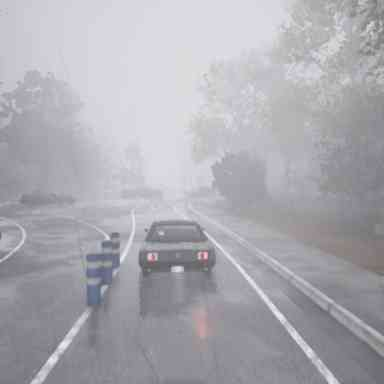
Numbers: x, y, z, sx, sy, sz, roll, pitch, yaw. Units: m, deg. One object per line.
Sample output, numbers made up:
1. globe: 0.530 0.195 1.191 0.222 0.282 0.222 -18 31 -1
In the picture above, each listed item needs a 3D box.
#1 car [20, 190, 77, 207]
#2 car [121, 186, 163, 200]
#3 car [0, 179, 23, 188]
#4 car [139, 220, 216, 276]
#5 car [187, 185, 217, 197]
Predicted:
1. car: -12.705 0.532 29.618 4.674 1.442 1.812 -1 4 -12
2. car: -5.424 0.027 37.031 5.008 1.535 1.882 -3 5 -43
3. car: -34.754 -1.633 63.071 1.882 1.535 5.008 3 4 36
4. car: -0.511 1.514 10.179 1.895 1.301 4.718 0 1 -4
5. car: 1.359 -0.154 41.081 2.033 1.411 5.357 2 4 28
